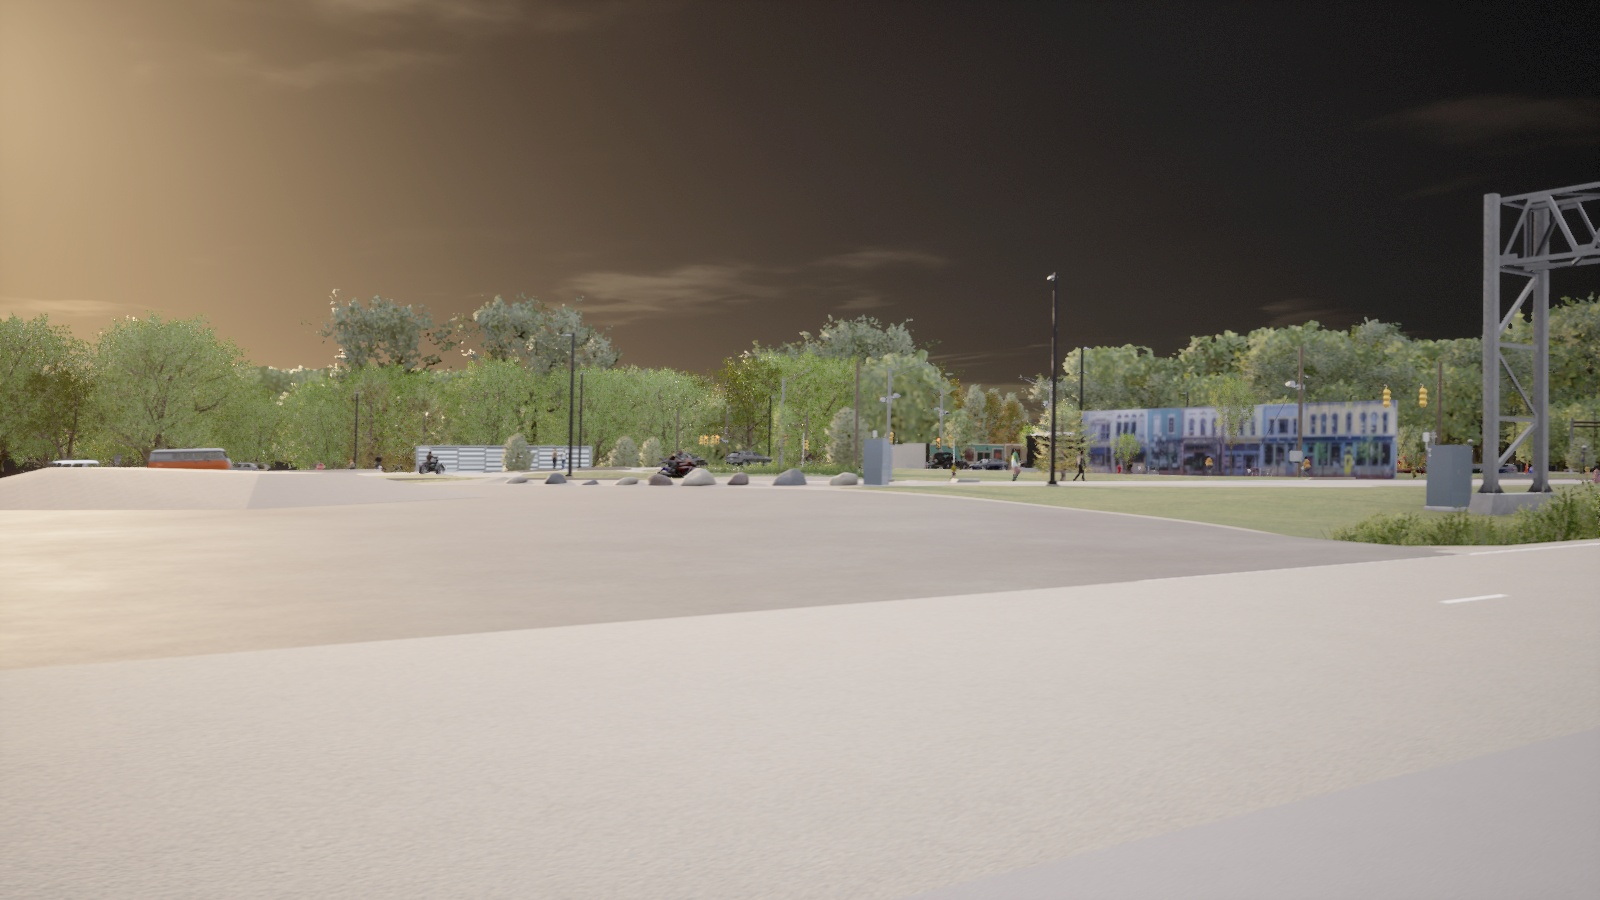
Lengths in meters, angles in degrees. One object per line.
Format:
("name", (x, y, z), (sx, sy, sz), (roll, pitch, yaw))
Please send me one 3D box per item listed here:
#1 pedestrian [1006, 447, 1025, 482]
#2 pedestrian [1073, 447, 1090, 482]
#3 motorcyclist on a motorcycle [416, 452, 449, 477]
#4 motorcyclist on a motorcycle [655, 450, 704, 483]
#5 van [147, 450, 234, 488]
("pedestrian", (12.427, 0.839, 72.474), (0.873, 1.952, 0.659), (1, -1, -12))
("pedestrian", (15.957, 0.811, 71.247), (0.788, 1.949, 0.423), (1, -1, -21))
("motorcyclist on a motorcycle", (-24.691, 0.974, 84.349), (0.766, 1.649, 2.350), (1, 0, 25))
("motorcyclist on a motorcycle", (-5.802, 0.796, 60.472), (2.191, 1.530, 0.866), (0, -1, 19))
("van", (-35.005, 1.067, 72.231), (4.442, 1.987, 1.775), (-2, 1, -25))
